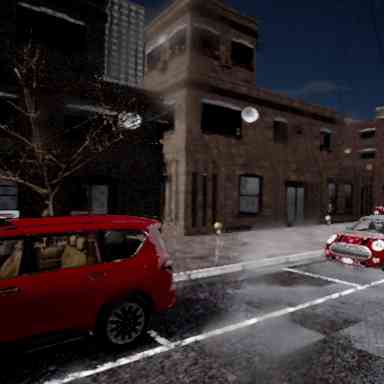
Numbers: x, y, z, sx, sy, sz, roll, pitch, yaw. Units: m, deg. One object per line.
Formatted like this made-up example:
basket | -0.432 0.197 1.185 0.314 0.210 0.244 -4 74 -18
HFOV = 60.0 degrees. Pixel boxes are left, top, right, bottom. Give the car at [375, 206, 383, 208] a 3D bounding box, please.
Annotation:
car | 19.540 1.887 37.224 1.887 1.381 4.507 1 -1 -35

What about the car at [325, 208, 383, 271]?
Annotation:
car | 6.236 1.524 10.992 4.097 1.590 1.967 1 1 -35

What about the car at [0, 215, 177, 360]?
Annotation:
car | -2.565 1.320 4.709 5.009 1.841 2.192 1 1 -35
